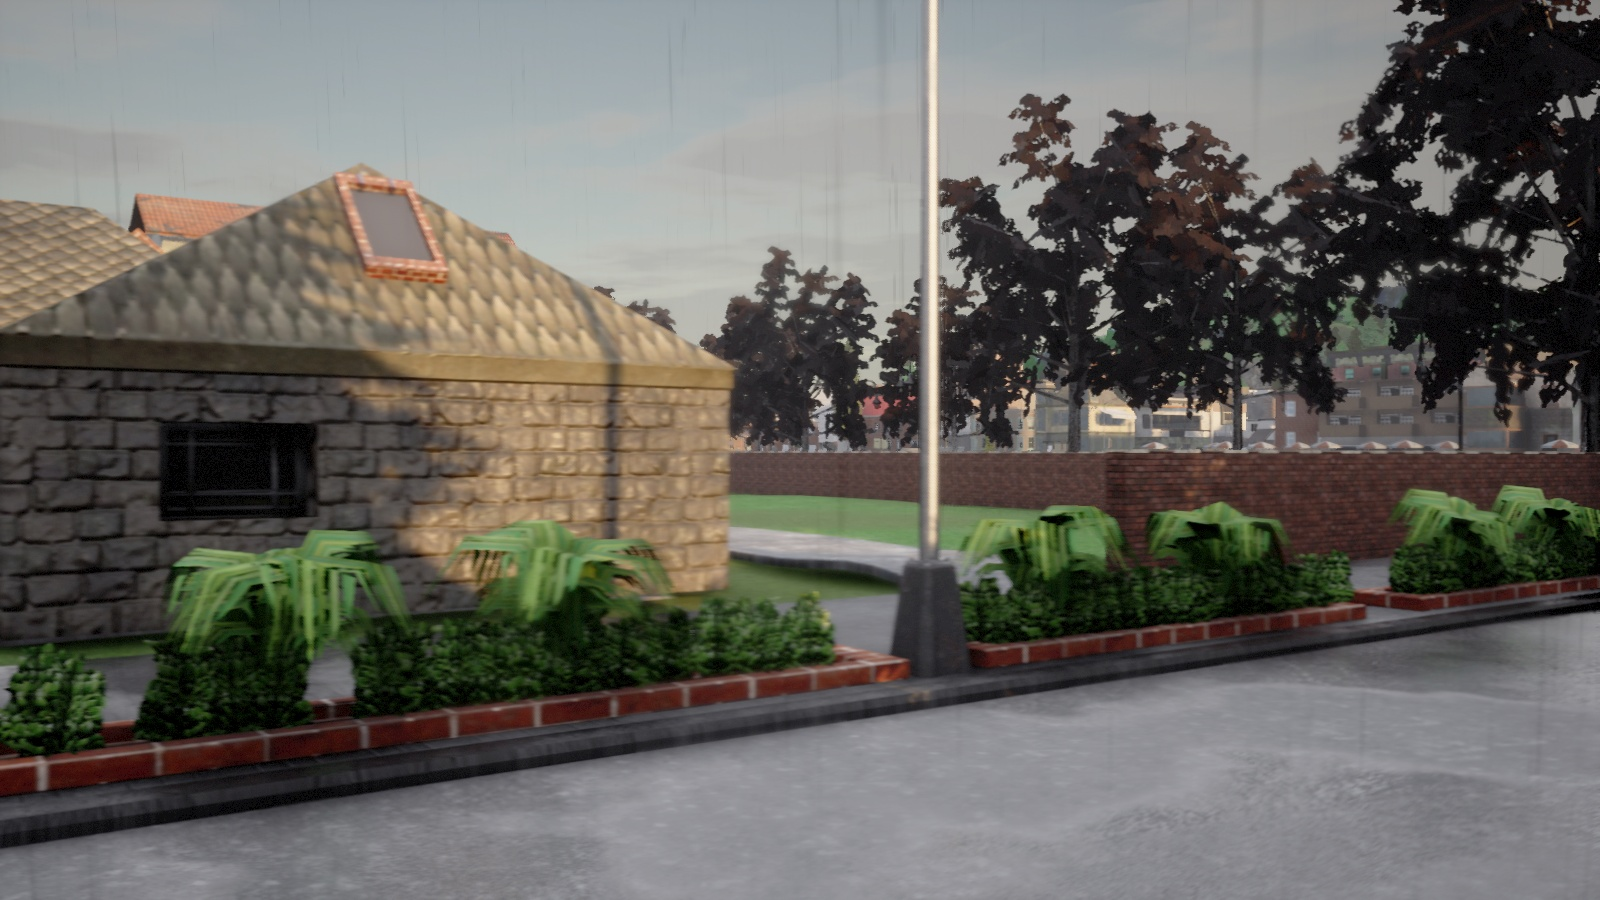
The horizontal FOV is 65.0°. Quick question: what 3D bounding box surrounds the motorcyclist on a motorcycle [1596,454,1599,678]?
[{"bbox_3d":[6.596,0.788,8.859,2.191,1.530,0.866,0,0,-35],"label":"motorcyclist on a motorcycle"}]
